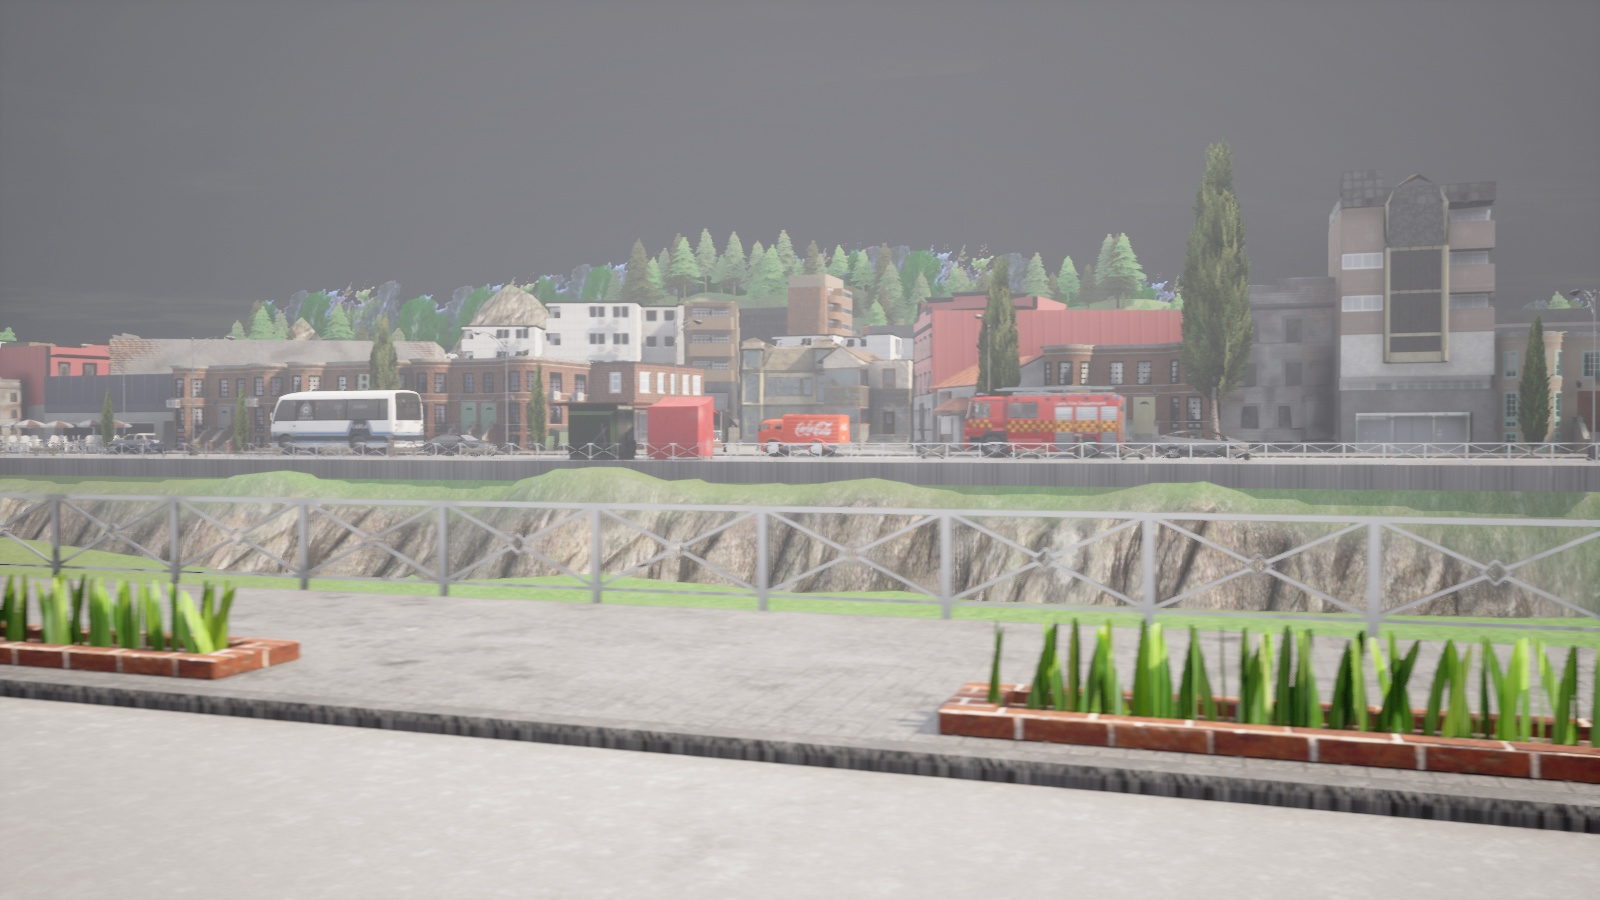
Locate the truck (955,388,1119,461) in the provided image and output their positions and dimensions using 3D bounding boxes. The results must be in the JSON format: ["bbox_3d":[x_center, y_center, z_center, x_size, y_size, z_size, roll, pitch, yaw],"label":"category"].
[{"bbox_3d":[12.941,-1.389,68.673,8.468,3.827,2.891,1,1,19],"label":"truck"}]

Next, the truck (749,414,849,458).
[{"bbox_3d":[-0.031,-0.828,73.044,5.204,2.467,2.627,1,1,19],"label":"truck"}]

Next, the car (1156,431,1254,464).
[{"bbox_3d":[20.015,-0.146,62.094,4.514,1.525,2.007,1,1,19],"label":"car"}]

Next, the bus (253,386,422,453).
[{"bbox_3d":[-30.687,-2.000,83.334,10.273,4.253,3.944,1,1,19],"label":"bus"}]

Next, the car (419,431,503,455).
[{"bbox_3d":[-20.401,-0.436,75.679,4.674,1.442,1.812,1,1,19],"label":"car"}]
